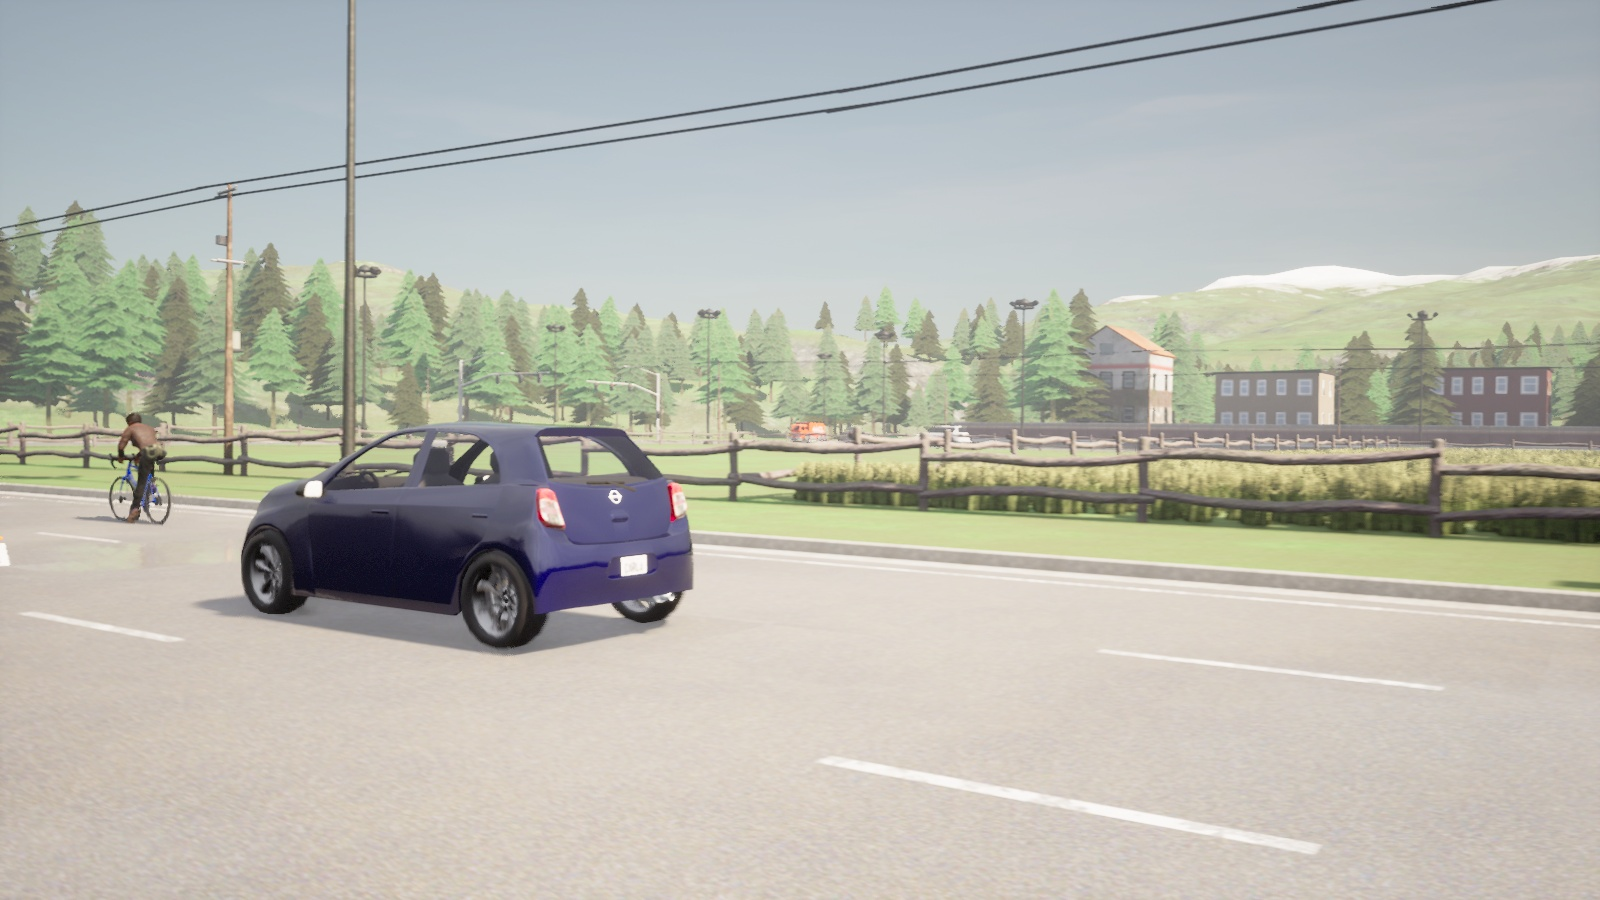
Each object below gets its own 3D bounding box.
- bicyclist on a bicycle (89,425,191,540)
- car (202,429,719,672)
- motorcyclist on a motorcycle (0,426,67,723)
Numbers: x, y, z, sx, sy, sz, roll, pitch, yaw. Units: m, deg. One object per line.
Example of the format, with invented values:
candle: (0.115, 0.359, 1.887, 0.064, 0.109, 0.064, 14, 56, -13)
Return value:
bicyclist on a bicycle: (-9.714, 0.459, 18.475, 1.656, 1.620, 0.582, 0, 1, 34)
car: (-2.635, 0.613, 9.574, 3.633, 1.501, 1.845, 0, 1, 34)
motorcyclist on a motorcycle: (-5.003, 0.638, 6.946, 2.044, 1.523, 0.797, 0, 1, 34)
